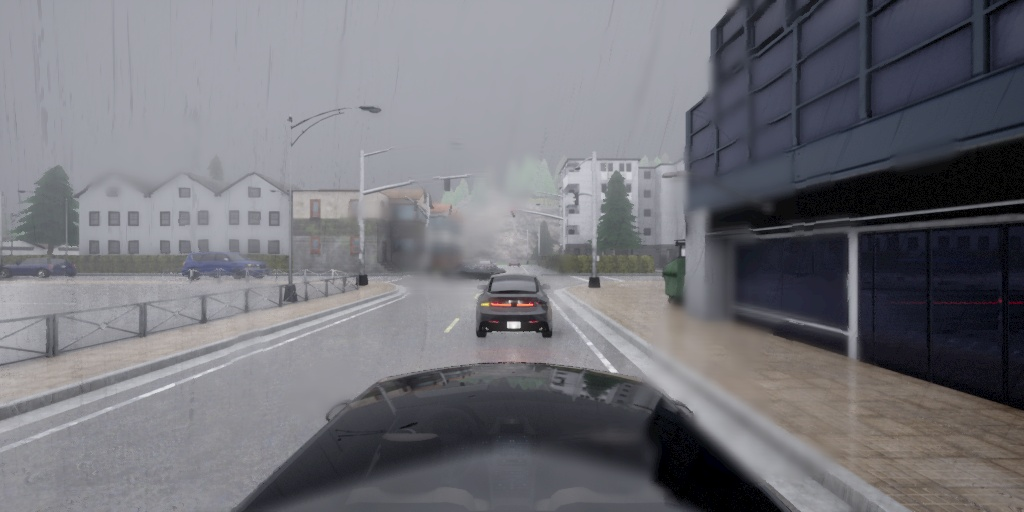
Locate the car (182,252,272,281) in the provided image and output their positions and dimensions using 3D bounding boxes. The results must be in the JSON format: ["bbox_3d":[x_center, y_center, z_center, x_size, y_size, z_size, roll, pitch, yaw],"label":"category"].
[{"bbox_3d":[-20.921,0.787,26.400,5.566,2.045,2.150,1,0,0],"label":"car"}]

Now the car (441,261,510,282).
[{"bbox_3d":[-2.712,1.254,26.308,4.718,1.301,1.895,1,0,0],"label":"car"}]

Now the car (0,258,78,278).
[{"bbox_3d":[-39.811,0.925,30.196,4.553,1.767,2.097,0,0,0],"label":"car"}]

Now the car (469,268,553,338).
[{"bbox_3d":[0.076,1.255,10.218,1.837,1.490,4.892,0,0,1],"label":"car"}]
